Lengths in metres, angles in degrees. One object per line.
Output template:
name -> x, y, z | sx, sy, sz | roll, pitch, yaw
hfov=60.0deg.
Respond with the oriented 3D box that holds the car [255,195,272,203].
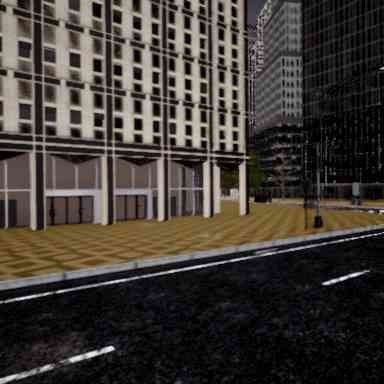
car -> 13.137, 1.281, 61.321 | 1.882, 1.535, 5.008 | -1, 0, -8
